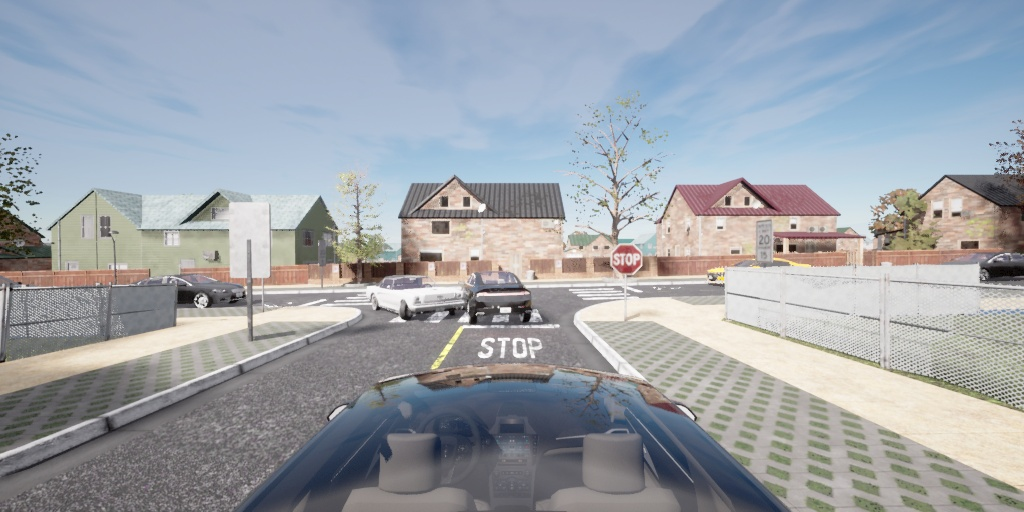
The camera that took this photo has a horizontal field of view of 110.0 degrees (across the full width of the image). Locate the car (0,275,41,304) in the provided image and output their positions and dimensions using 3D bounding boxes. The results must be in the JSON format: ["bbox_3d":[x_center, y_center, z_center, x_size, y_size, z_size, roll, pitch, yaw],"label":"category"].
[{"bbox_3d":[-24.230,1.648,16.312,4.553,1.767,2.097,-1,1,0],"label":"car"}]

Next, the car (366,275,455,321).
[{"bbox_3d":[-3.595,1.367,12.844,1.895,1.301,4.718,0,0,-38],"label":"car"}]

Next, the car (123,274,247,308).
[{"bbox_3d":[-14.892,1.566,16.347,4.902,1.511,2.128,-1,1,0],"label":"car"}]

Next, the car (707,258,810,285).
[{"bbox_3d":[13.220,0.844,19.391,5.008,1.535,1.882,-1,1,0],"label":"car"}]

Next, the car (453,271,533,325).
[{"bbox_3d":[-0.678,1.242,11.983,2.128,1.511,4.902,0,0,-12],"label":"car"}]

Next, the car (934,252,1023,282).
[{"bbox_3d":[25.785,0.562,19.434,4.902,1.511,2.128,-1,1,0],"label":"car"}]
